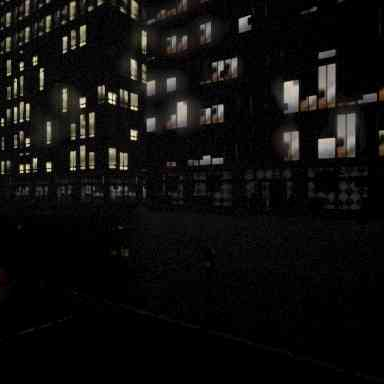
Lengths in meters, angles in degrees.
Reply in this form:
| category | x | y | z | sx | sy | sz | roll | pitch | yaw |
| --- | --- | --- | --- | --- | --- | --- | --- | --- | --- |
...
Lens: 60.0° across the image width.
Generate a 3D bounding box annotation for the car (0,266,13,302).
| category | x | y | z | sx | sy | sz | roll | pitch | yaw |
| --- | --- | --- | --- | --- | --- | --- | --- | --- | --- |
| car | -5.549 | 1.526 | 6.846 | 4.829 | 1.417 | 1.752 | 0 | 0 | 36 |
